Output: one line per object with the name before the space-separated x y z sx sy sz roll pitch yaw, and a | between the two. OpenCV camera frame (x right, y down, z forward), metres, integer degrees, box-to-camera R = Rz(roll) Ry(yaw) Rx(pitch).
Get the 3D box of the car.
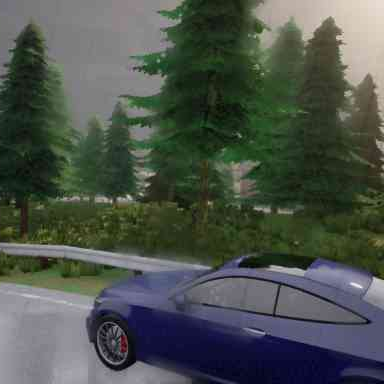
car | 0.804 1.499 4.066 4.674 1.442 1.812 1 1 31
